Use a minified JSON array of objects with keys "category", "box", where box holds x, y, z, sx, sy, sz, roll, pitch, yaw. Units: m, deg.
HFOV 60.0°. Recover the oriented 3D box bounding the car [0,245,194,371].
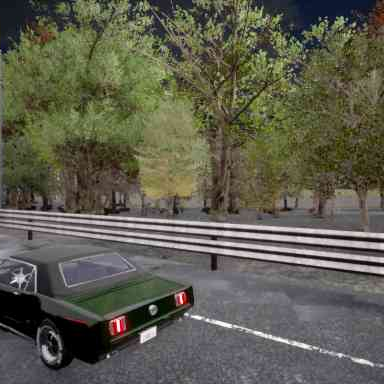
[{"category":"car","box":[-2.376,1.600,5.704,4.718,1.301,1.895,0,0,36]}]
